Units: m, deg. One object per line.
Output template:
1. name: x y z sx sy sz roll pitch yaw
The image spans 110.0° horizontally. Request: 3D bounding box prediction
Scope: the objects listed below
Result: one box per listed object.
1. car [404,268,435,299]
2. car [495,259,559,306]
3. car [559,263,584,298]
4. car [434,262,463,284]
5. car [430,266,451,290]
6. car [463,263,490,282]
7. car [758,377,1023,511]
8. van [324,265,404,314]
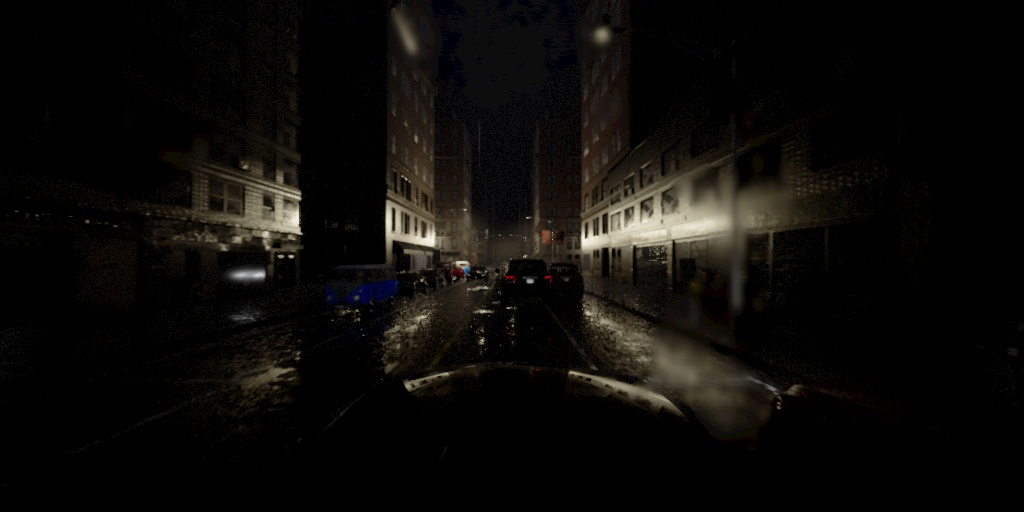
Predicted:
1. car: -5.870 1.536 19.895 1.948 1.339 4.313 0 0 0
2. car: 0.455 1.159 17.244 2.150 2.045 5.566 0 -1 -6
3. car: 2.655 1.284 19.907 2.192 1.841 5.009 0 0 0
4. car: -5.878 1.417 31.066 2.192 1.841 5.009 0 0 0
5. car: -5.874 1.602 25.481 1.948 1.339 4.313 0 0 0
6. car: -3.111 1.637 33.446 1.837 1.490 4.892 0 -1 0
7. car: 3.149 1.270 1.305 1.812 1.442 4.674 0 -1 0
8. van: -5.866 1.244 14.310 1.690 1.789 3.998 0 0 0
